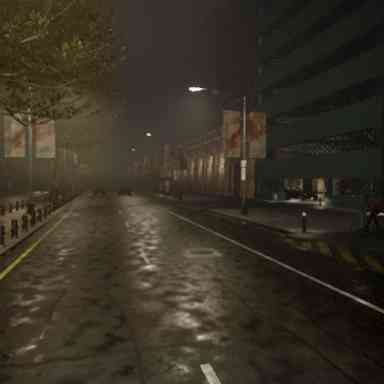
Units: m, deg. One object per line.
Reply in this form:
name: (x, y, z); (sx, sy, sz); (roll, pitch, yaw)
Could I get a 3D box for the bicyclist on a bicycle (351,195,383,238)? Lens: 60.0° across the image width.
bicyclist on a bicycle: (6.696, 0.925, 12.562); (1.656, 1.620, 0.582); (0, 2, -15)

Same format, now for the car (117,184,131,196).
car: (-10.254, -0.172, 50.129); (1.882, 1.535, 5.008); (0, 2, -15)

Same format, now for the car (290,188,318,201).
car: (12.641, 0.225, 38.914); (2.161, 1.482, 4.786); (0, 2, -15)

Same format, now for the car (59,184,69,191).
car: (-27.636, -0.868, 70.219); (1.837, 1.490, 4.892); (0, 2, -15)

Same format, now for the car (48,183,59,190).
car: (-35.107, -1.390, 84.601); (1.882, 1.535, 5.008); (0, 2, -15)

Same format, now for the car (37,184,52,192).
car: (-31.017, -0.855, 69.314); (1.837, 1.490, 4.892); (0, 2, -15)

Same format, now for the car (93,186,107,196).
car: (-13.911, -0.165, 50.253); (1.837, 1.490, 4.892); (0, 2, -15)

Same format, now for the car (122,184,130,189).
car: (-18.382, -1.448, 92.698); (1.895, 1.301, 4.718); (0, 2, -15)

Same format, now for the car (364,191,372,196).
car: (23.951, 0.243, 41.525); (1.895, 1.301, 4.718); (0, 2, -15)
